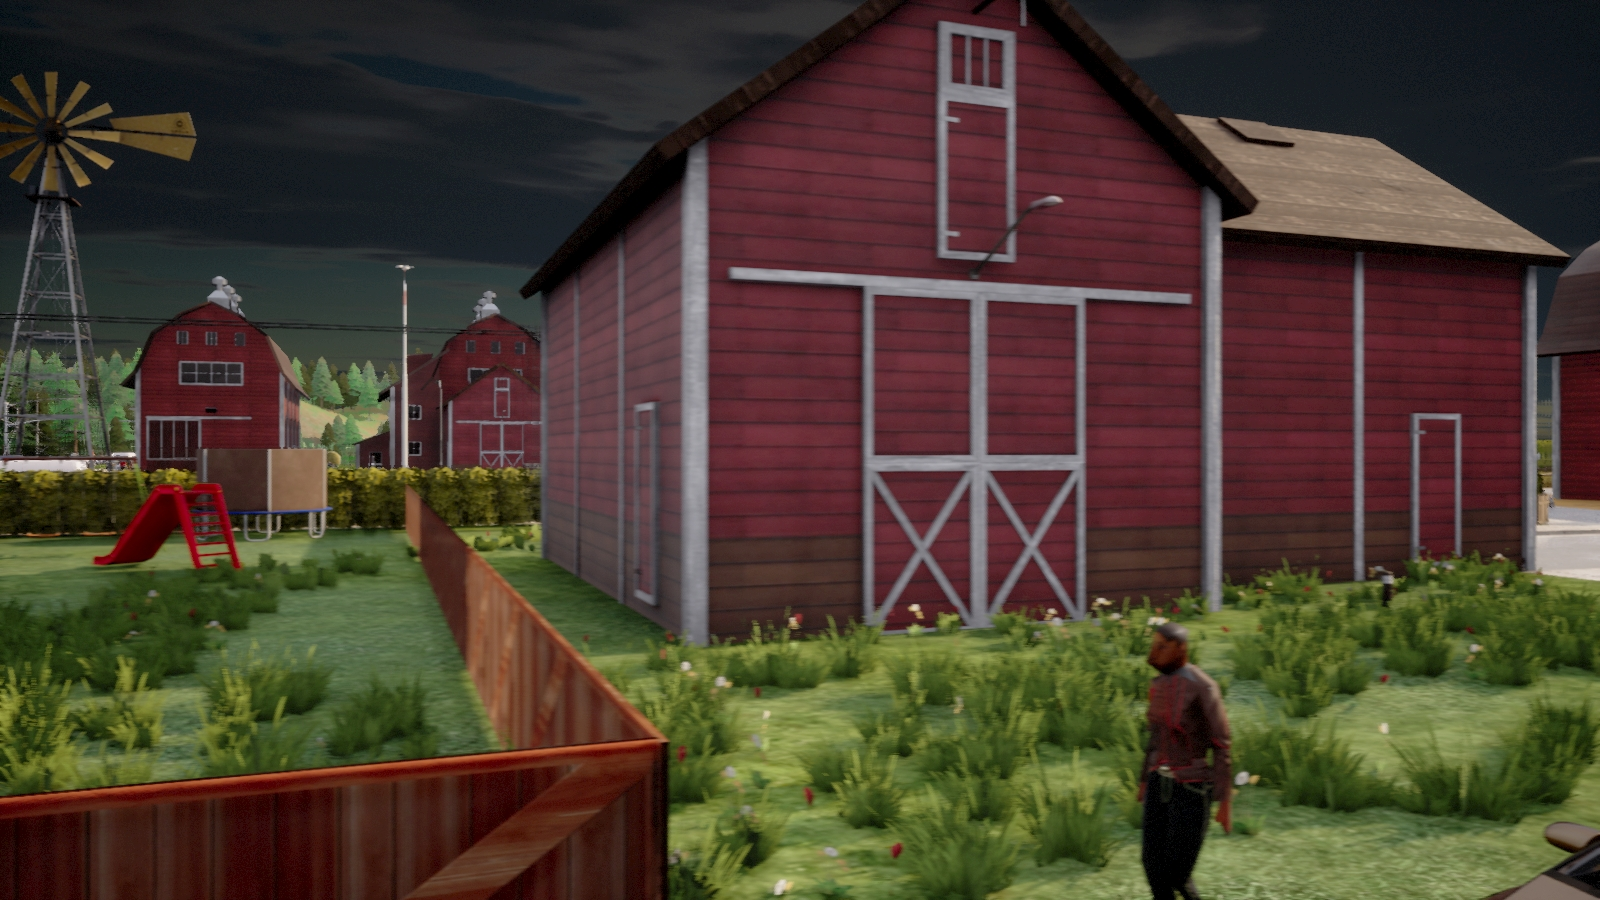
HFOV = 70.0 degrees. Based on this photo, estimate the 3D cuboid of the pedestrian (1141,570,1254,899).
[{"bbox_3d":[1.975,1.555,5.689,0.375,1.860,0.375,0,0,-22],"label":"pedestrian"}]
